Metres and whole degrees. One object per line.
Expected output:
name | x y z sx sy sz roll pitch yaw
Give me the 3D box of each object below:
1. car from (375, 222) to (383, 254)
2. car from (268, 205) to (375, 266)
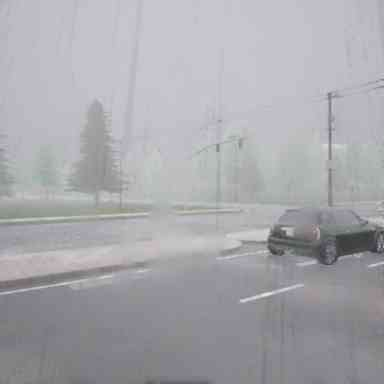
car | 7.155 1.400 8.879 5.008 1.535 1.882 -1 0 -36
car | 4.759 1.278 11.470 4.553 1.767 2.097 0 0 -35
